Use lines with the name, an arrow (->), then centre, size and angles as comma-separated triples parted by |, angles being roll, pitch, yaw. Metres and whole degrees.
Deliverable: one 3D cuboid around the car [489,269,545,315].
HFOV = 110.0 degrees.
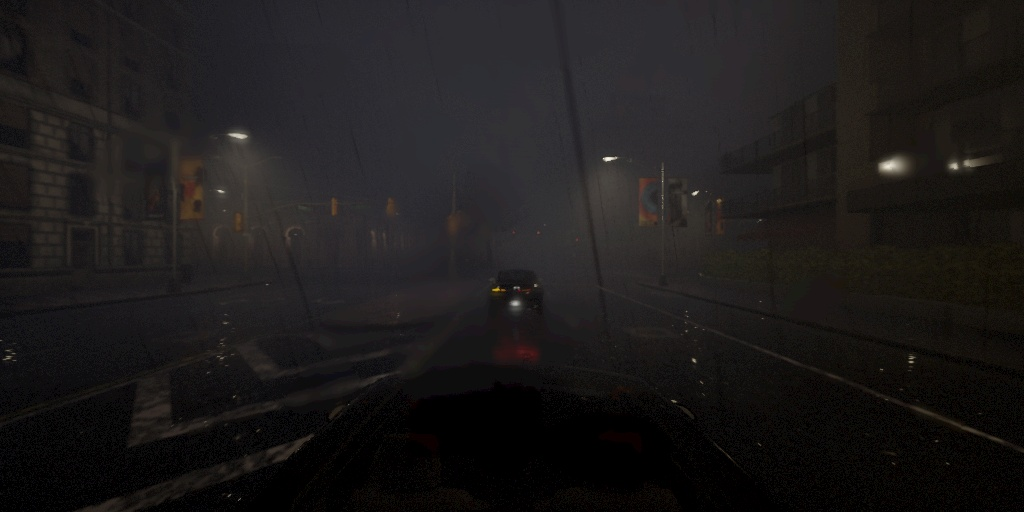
car -> 0.179, 1.224, 13.366 | 1.837, 1.490, 4.892 | 0, 0, 1
